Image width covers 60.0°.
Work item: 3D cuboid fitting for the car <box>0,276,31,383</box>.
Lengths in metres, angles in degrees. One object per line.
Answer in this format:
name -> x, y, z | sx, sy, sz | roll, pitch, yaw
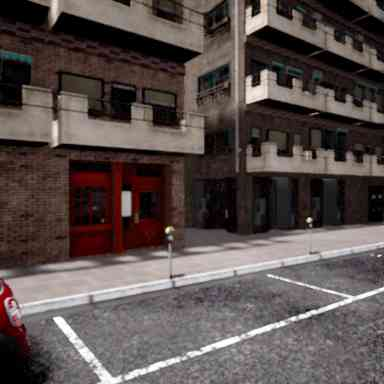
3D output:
car -> -3.964, 1.432, 3.285 | 4.097, 1.590, 1.967 | 0, -1, -35
